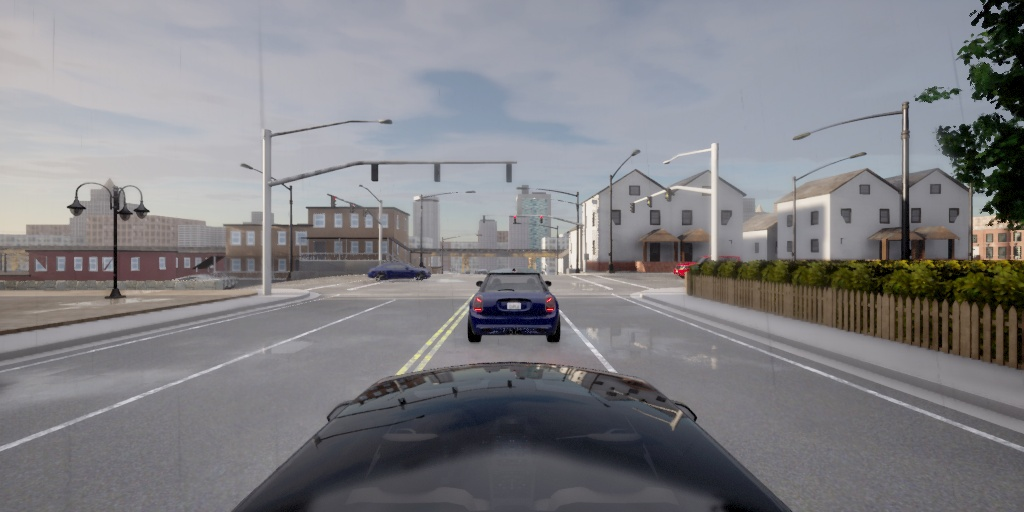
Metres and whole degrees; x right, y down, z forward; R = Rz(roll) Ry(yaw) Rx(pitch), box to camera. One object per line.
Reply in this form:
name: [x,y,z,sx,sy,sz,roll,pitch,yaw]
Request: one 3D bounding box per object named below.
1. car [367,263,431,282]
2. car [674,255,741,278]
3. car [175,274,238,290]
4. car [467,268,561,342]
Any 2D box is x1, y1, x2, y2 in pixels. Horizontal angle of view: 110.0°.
car: [-8.666,1.221,27.709,4.674,1.442,1.812,0,1,-13]
car: [17.029,0.971,31.031,5.566,2.045,2.150,0,0,-1]
car: [-23.155,2.089,26.659,4.674,1.442,1.812,-8,0,-1]
car: [0.051,1.102,9.905,2.097,1.767,4.553,0,0,0]
